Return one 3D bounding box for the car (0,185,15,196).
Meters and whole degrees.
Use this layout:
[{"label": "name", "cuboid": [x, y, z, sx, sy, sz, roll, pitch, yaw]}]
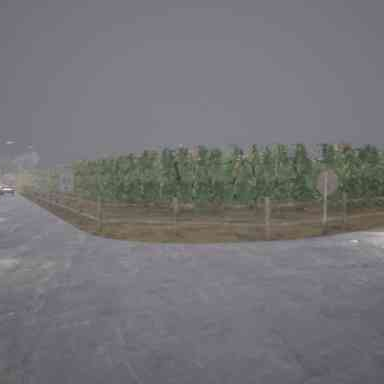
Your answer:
[{"label": "car", "cuboid": [-26.689, -0.244, 47.909, 2.128, 1.511, 4.902, -2, 3, -31]}]
